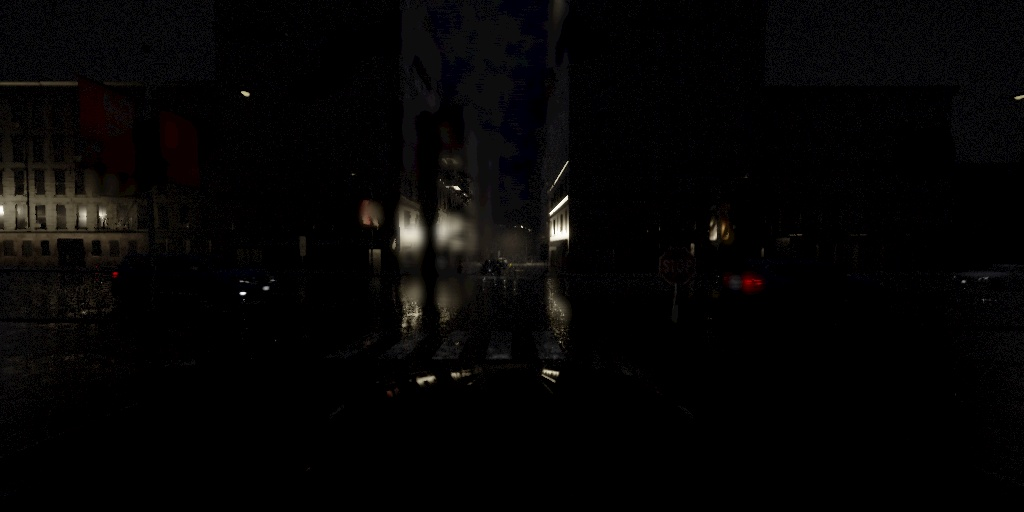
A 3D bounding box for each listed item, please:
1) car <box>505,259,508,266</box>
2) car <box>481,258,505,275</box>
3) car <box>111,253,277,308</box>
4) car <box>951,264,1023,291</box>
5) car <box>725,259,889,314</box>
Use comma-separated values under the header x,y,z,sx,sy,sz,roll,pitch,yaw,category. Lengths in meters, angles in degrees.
x,y,z,sx,sy,sz,roll,pitch,yaw,category
-2.005,1.139,51.126,2.128,1.511,4.902,0,0,1,car
-2.169,1.176,38.318,2.128,1.511,4.902,0,0,1,car
-12.779,0.922,14.596,5.566,2.045,2.150,1,1,0,car
28.962,1.218,21.120,4.674,1.442,1.812,0,1,0,car
11.749,1.154,14.555,5.566,2.045,2.150,0,1,0,car
